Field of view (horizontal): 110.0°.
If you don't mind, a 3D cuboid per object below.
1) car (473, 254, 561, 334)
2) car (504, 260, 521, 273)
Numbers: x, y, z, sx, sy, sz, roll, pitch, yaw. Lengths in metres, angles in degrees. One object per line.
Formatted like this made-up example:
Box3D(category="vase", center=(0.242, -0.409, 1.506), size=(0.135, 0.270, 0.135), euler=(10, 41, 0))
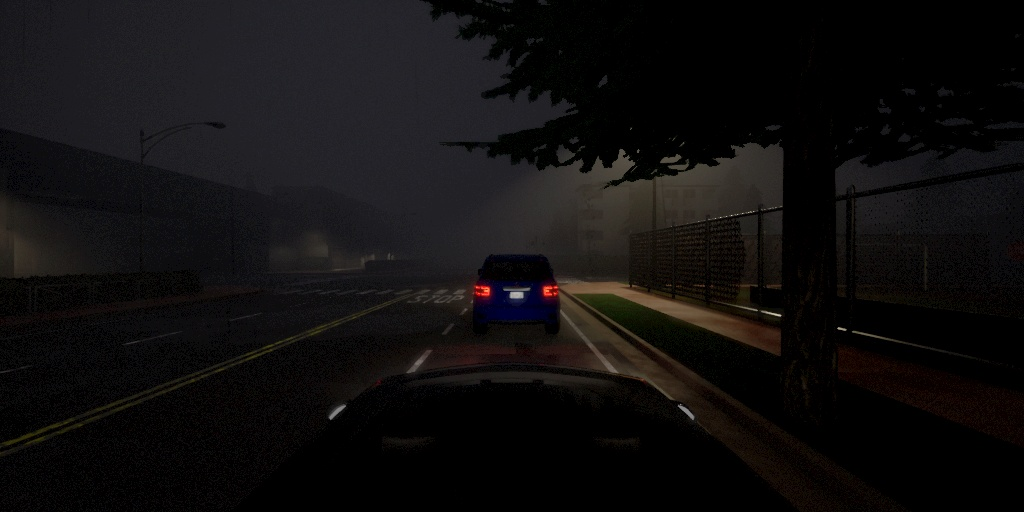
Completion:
Box3D(category="car", center=(0.115, 0.972, 10.738), size=(2.150, 2.045, 5.566), euler=(0, 0, 0))
Box3D(category="car", center=(0.025, 1.242, 45.614), size=(2.128, 1.511, 4.902), euler=(0, 0, 0))
